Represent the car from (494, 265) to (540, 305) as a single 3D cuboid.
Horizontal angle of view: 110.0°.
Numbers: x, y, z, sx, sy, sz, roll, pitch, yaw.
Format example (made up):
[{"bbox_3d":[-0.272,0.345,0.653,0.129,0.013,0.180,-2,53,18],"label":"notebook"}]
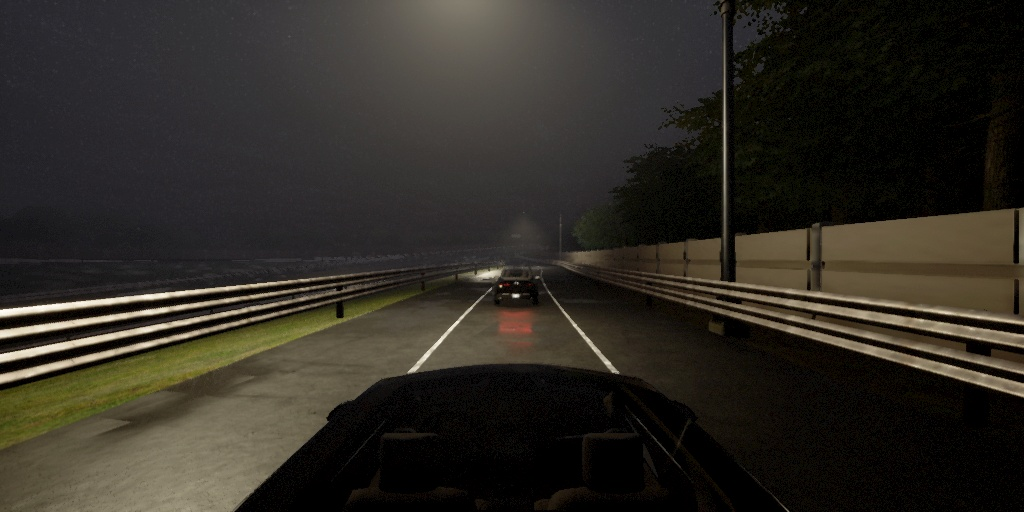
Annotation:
[{"bbox_3d":[0.224,1.313,16.423,1.837,1.490,4.892,0,0,2],"label":"car"}]
